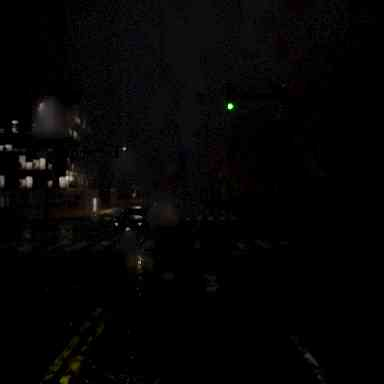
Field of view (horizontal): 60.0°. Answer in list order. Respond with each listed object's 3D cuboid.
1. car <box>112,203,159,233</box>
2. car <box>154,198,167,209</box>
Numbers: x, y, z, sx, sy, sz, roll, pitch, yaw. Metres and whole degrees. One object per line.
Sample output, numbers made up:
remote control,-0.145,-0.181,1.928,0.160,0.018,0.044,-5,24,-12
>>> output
car,-3.540,1.655,20.916,2.033,1.411,5.357,0,0,0
car,-4.815,1.790,50.709,1.837,1.490,4.892,0,2,-3
